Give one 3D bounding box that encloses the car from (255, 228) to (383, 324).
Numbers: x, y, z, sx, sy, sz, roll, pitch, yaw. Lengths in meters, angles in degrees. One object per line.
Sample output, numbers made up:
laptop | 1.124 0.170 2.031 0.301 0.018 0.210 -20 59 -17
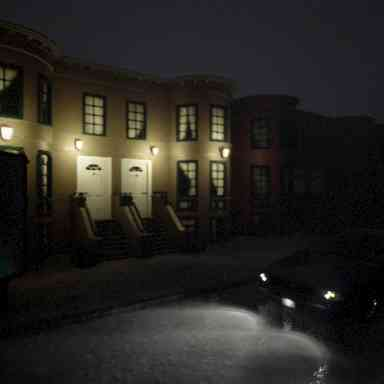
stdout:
car | 3.848 1.544 7.347 5.357 1.411 2.033 0 0 -35
